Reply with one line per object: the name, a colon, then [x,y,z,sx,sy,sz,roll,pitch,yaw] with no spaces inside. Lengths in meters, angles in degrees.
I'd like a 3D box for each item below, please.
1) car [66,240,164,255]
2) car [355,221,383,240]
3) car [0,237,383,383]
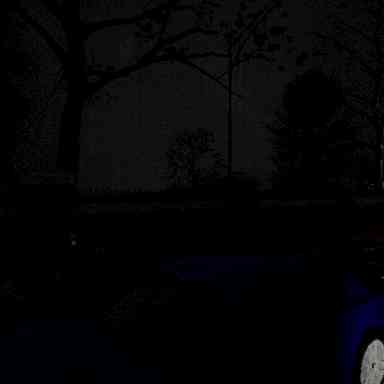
car: [-1.435,1.562,5.533,4.313,1.339,1.947,0,0,-36]
car: [7.595,1.505,11.974,4.829,1.417,1.752,0,0,-36]
car: [0.271,1.474,3.557,5.008,1.535,1.882,0,0,-35]
